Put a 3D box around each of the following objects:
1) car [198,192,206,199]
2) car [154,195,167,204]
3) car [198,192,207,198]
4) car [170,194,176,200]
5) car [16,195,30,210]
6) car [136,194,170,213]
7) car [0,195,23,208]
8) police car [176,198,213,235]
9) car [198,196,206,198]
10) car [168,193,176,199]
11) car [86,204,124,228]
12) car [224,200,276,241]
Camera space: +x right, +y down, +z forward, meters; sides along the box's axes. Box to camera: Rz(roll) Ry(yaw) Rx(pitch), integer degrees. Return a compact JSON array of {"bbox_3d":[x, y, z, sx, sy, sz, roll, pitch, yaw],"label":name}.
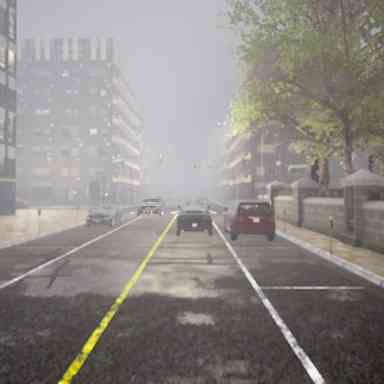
[{"bbox_3d":[2.819,1.046,93.816,2.192,1.841,5.009,1,0,0],"label":"car"},{"bbox_3d":[-5.606,1.292,59.876,1.967,1.590,4.097,1,0,0],"label":"car"},{"bbox_3d":[2.801,1.340,82.492,1.947,1.339,4.313,1,0,0],"label":"car"},{"bbox_3d":[-5.572,1.319,88.194,1.947,1.339,4.313,1,0,0],"label":"car"},{"bbox_3d":[-22.052,1.260,39.512,5.009,1.841,2.192,0,0,1],"label":"car"},{"bbox_3d":[-2.970,1.066,24.831,1.837,1.490,4.892,0,0,0],"label":"car"},{"bbox_3d":[-27.437,1.360,48.010,5.009,1.841,2.192,0,0,1],"label":"car"},{"bbox_3d":[0.124,1.389,18.742,1.930,1.638,5.238,0,0,0],"label":"police car"},{"bbox_3d":[0.142,1.473,35.210,2.033,1.411,5.357,0,0,0],"label":"car"},{"bbox_3d":[-5.563,1.170,93.856,1.967,1.590,4.097,1,0,0],"label":"car"},{"bbox_3d":[-5.655,1.508,21.932,2.008,1.369,4.403,1,0,0],"label":"car"},{"bbox_3d":[2.721,1.284,16.439,2.192,1.841,5.009,1,0,0],"label":"car"}]
